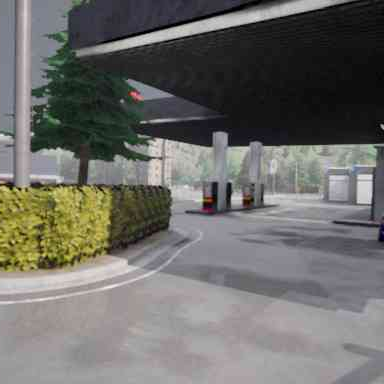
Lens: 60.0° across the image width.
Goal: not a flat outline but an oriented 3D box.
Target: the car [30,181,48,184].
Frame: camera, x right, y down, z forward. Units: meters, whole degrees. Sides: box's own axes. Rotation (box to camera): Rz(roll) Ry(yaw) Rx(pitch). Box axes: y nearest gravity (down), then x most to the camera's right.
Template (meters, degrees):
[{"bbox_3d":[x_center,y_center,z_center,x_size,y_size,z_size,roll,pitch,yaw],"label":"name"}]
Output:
[{"bbox_3d":[-17.498,-0.215,35.277,3.866,1.878,1.905,3,2,35],"label":"car"}]

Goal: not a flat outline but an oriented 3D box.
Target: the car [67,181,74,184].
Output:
[{"bbox_3d":[-25.807,-1.330,68.109,4.605,1.855,1.932,3,2,35],"label":"car"}]

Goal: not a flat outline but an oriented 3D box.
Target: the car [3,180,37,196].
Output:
[{"bbox_3d":[-22.052,-0.509,42.480,4.605,1.855,1.932,3,2,35],"label":"car"}]

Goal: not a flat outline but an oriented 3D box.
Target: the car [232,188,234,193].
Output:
[{"bbox_3d":[6.281,-0.321,68.337,4.514,1.523,2.007,3,2,35],"label":"car"}]

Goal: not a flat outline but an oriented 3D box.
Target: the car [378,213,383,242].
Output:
[{"bbox_3d":[10.010,1.418,15.349,2.242,1.667,4.611,3,2,35],"label":"car"}]

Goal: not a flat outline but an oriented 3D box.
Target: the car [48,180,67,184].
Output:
[{"bbox_3d":[-27.137,-1.308,65.492,3.866,1.878,1.905,3,2,35],"label":"car"}]
